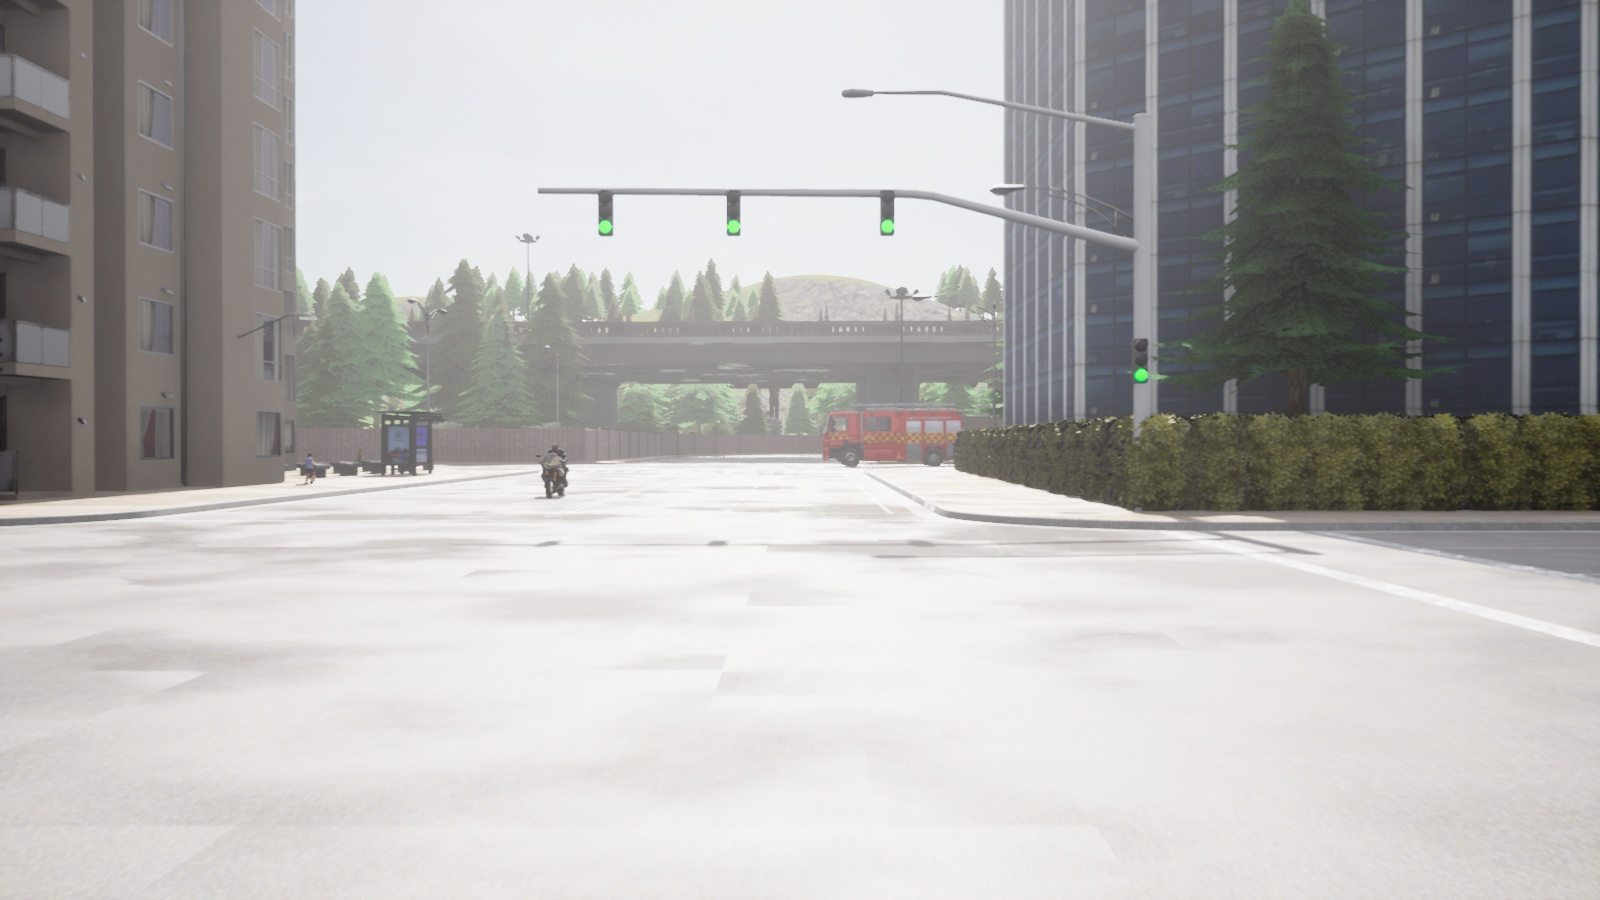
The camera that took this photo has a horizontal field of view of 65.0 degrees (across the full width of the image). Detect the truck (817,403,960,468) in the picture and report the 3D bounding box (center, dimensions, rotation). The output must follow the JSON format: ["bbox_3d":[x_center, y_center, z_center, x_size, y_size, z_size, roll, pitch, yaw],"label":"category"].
[{"bbox_3d":[5.277,-0.891,76.321,8.468,3.827,2.891,0,0,0],"label":"truck"}]

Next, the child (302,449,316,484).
[{"bbox_3d":[-15.782,0.540,40.347,0.255,1.110,0.394,0,0,8],"label":"child"}]

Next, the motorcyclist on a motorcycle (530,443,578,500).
[{"bbox_3d":[-6.787,0.576,34.750,0.866,1.530,2.191,0,0,0],"label":"motorcyclist on a motorcycle"}]
